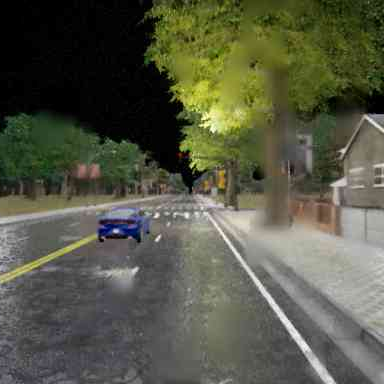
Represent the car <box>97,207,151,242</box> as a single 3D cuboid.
[{"bbox_3d":[-3.157,1.470,16.287,1.882,1.535,5.008,0,0,0],"label":"car"}]
